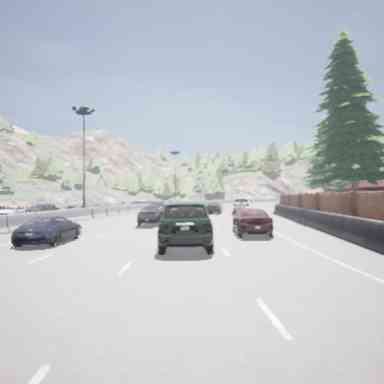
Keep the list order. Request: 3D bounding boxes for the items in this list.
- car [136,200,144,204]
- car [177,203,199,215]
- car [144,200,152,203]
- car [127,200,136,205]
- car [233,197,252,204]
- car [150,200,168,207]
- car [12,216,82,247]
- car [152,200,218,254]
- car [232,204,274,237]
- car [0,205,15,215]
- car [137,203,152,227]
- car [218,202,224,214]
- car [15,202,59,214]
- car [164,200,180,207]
[{"bbox_3d":[-10.938,2.737,80.048,1.994,1.385,4.181,-1,-1,22],"label":"car"},{"bbox_3d":[-0.484,2.147,43.206,1.994,1.385,4.181,-1,-1,12],"label":"car"},{"bbox_3d":[-4.204,2.125,42.484,1.837,1.490,4.892,-1,0,11],"label":"car"},{"bbox_3d":[-14.122,2.763,81.502,2.128,1.511,4.902,-1,-1,22],"label":"car"},{"bbox_3d":[6.485,1.713,42.610,2.150,2.045,5.566,-1,-1,12],"label":"car"},{"bbox_3d":[-7.754,2.671,78.595,2.033,1.411,5.357,-1,-1,22],"label":"car"},{"bbox_3d":[-7.128,1.876,16.736,1.994,1.385,4.181,-1,-1,2],"label":"car"},{"bbox_3d":[-0.222,1.423,14.608,2.150,2.045,5.566,-1,0,1],"label":"car"},{"bbox_3d":[3.456,1.696,19.433,1.882,1.535,5.008,-1,-1,2],"label":"car"},{"bbox_3d":[-19.600,2.252,36.568,1.812,1.442,4.674,-1,-1,9],"label":"car"},{"bbox_3d":[-3.023,1.882,26.514,2.128,1.511,4.902,-1,-1,5],"label":"car"},{"bbox_3d":[2.893,2.036,42.307,1.837,1.490,4.892,-1,0,11],"label":"car"},{"bbox_3d":[-16.198,2.025,35.653,2.097,1.767,4.553,-1,-1,9],"label":"car"},{"bbox_3d":[-4.571,2.602,77.142,1.812,1.442,4.674,-1,-1,22],"label":"car"}]
